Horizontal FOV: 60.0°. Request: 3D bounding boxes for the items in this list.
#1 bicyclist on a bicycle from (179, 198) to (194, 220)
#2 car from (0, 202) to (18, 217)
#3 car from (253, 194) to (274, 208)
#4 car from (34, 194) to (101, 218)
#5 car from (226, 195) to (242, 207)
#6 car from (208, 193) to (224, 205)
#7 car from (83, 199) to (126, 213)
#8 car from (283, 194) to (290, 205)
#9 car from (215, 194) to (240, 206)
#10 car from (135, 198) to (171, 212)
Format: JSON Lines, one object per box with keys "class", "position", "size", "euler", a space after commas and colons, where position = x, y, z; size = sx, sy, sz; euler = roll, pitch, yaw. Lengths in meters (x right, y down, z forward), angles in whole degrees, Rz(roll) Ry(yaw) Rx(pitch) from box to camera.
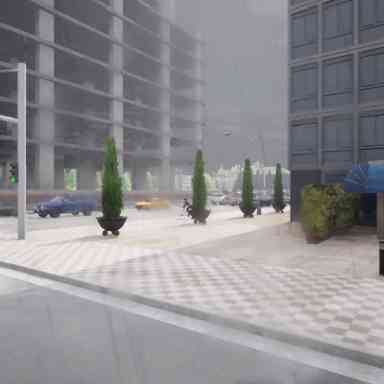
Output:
{"class": "bicyclist on a bicycle", "position": [-0.367, 1.301, 25.316], "size": [1.656, 1.620, 0.582], "euler": [0, 0, 36]}
{"class": "car", "position": [-16.970, 1.564, 28.775], "size": [1.994, 1.385, 4.181], "euler": [0, 0, 36]}
{"class": "car", "position": [10.072, 1.491, 47.940], "size": [2.128, 1.511, 4.902], "euler": [0, 0, 36]}
{"class": "car", "position": [-11.455, 1.221, 30.432], "size": [2.150, 2.045, 5.566], "euler": [0, 0, 36]}
{"class": "car", "position": [7.626, 1.601, 50.609], "size": [1.895, 1.301, 4.718], "euler": [0, 0, 36]}
{"class": "car", "position": [3.743, 1.226, 57.298], "size": [2.150, 2.045, 5.566], "euler": [0, 0, 36]}
{"class": "car", "position": [-10.027, 1.526, 38.385], "size": [1.812, 1.442, 4.674], "euler": [0, 0, 36]}
{"class": "car", "position": [17.127, 1.491, 57.722], "size": [2.128, 1.511, 4.902], "euler": [0, 0, 36]}
{"class": "car", "position": [6.238, 1.525, 54.785], "size": [1.812, 1.442, 4.674], "euler": [0, 0, 36]}
{"class": "car", "position": [-4.647, 1.478, 39.850], "size": [1.882, 1.535, 5.008], "euler": [0, 0, 36]}
